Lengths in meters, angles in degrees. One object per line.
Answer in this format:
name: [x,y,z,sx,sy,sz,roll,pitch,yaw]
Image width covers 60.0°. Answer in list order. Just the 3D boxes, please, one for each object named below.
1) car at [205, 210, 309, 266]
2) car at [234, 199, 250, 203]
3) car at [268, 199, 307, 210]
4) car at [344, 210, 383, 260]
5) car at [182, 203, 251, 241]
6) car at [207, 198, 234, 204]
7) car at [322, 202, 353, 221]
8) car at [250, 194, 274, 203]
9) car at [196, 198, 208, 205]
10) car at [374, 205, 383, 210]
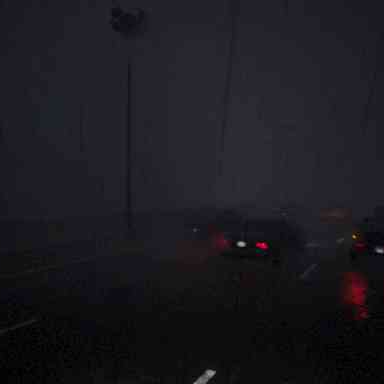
car: [2.737,1.591,11.947,2.033,1.411,5.357,0,0,31]
car: [8.713,1.815,56.833,1.895,1.301,4.718,0,0,30]
car: [8.514,1.589,28.364,2.128,1.511,4.902,0,0,32]
car: [6.764,1.560,11.829,1.812,1.442,4.674,0,-1,31]
car: [1.445,1.543,16.556,1.882,1.535,5.008,0,0,31]
car: [4.949,1.826,57.270,1.895,1.301,4.718,0,0,30]
car: [12.133,1.563,27.574,1.882,1.535,5.008,0,0,31]
car: [12.204,1.423,55.924,2.150,2.045,5.566,0,0,29]
car: [2.350,1.805,59.751,1.994,1.385,4.181,0,0,30]
car: [13.384,1.611,22.923,2.033,1.411,5.357,0,0,31]
